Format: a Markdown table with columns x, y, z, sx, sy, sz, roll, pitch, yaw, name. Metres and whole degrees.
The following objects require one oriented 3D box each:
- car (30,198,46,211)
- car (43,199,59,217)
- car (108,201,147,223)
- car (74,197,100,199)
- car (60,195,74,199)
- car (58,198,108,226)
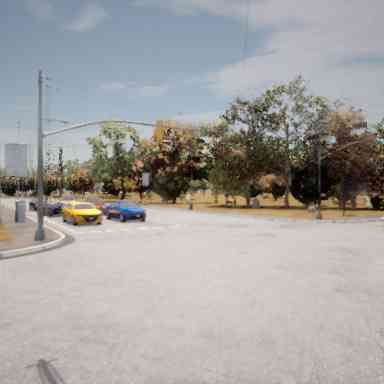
| x | y | z | sx | sy | sz | roll | pitch | yaw | name |
| --- | --- | --- | --- | --- | --- | --- | --- | --- | --- |
| -18.307 | 1.460 | 40.108 | 1.837 | 1.490 | 4.892 | 0 | 0 | -34 | car |
| -12.913 | 1.587 | 31.772 | 1.895 | 1.301 | 4.718 | 0 | 0 | -33 | car |
| -5.237 | 1.469 | 26.201 | 1.882 | 1.535 | 5.008 | 0 | 0 | -32 | car |
| -10.122 | 1.334 | 33.895 | 2.097 | 1.767 | 4.553 | 0 | 0 | -33 | car |
| -15.705 | 1.302 | 42.513 | 2.097 | 1.767 | 4.553 | 0 | 0 | -33 | car |
| -7.931 | 1.472 | 23.918 | 1.882 | 1.535 | 5.008 | 0 | 0 | -32 | car |
